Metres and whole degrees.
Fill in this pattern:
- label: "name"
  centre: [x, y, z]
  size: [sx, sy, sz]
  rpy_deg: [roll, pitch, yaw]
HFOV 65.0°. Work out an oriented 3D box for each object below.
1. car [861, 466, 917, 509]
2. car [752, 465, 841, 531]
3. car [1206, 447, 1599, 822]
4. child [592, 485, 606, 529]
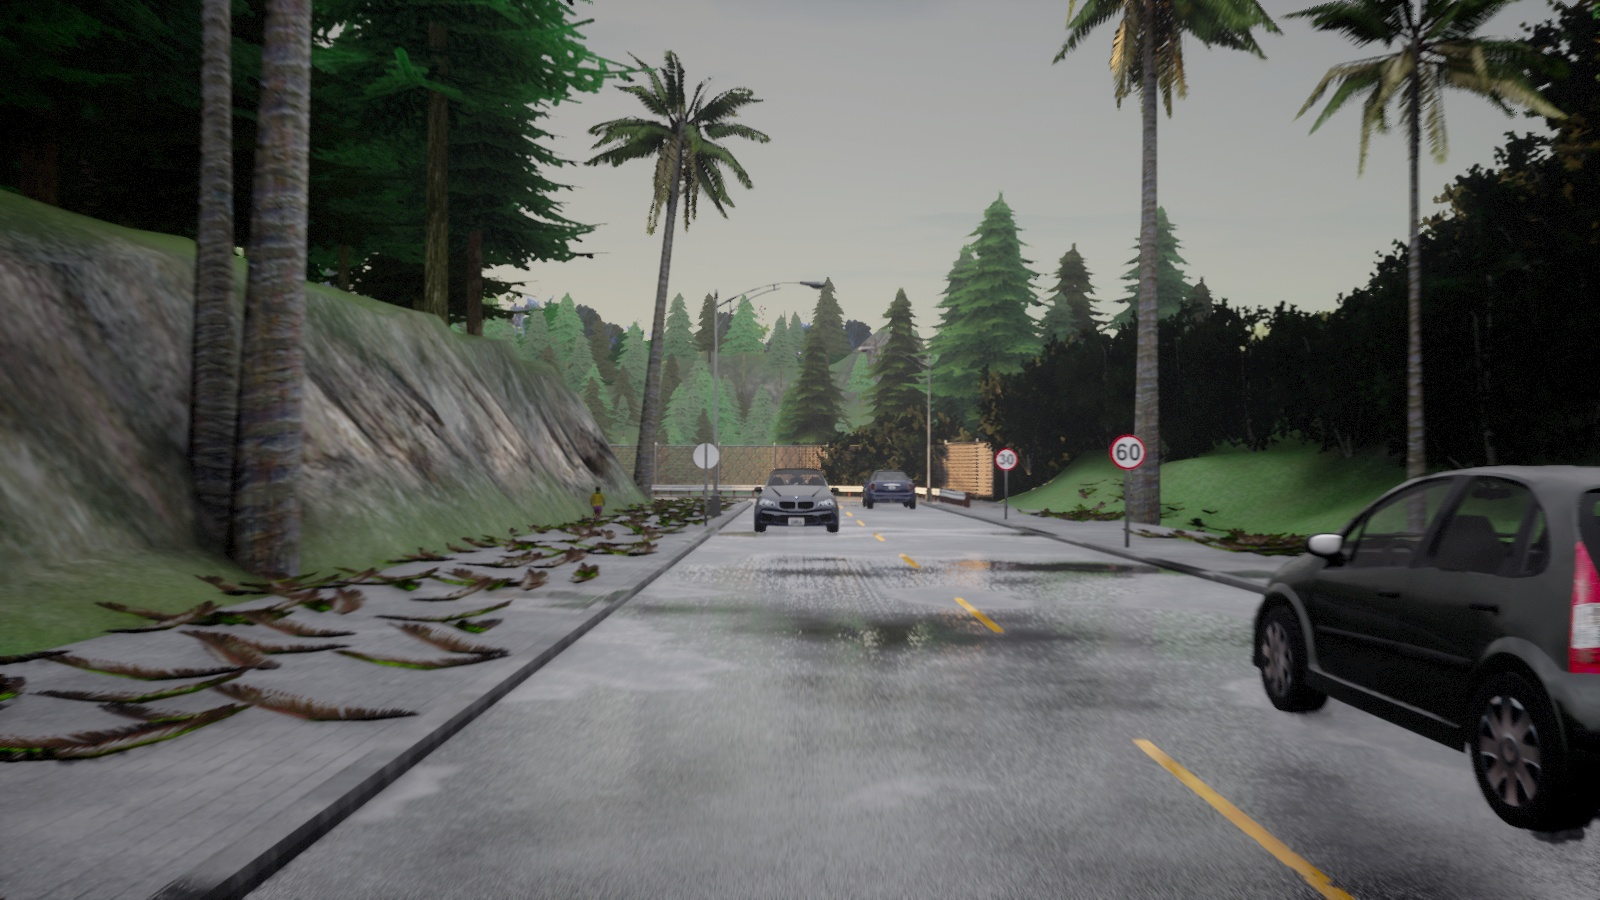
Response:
- label: "car"
  centre: [3.866, 1.617, 55.195]
  size: [2.097, 1.767, 4.553]
  rpy_deg: [0, -1, 0]
- label: "car"
  centre: [-0.082, 1.251, 34.013]
  size: [2.242, 1.667, 4.611]
  rpy_deg: [0, -1, 0]
- label: "car"
  centre: [3.981, 0.827, 7.416]
  size: [1.851, 1.617, 3.988]
  rpy_deg: [0, -1, 0]
- label: "child"
  centre: [-5.384, 1.510, 33.569]
  size: [0.299, 1.160, 0.473]
  rpy_deg: [0, -1, 0]
